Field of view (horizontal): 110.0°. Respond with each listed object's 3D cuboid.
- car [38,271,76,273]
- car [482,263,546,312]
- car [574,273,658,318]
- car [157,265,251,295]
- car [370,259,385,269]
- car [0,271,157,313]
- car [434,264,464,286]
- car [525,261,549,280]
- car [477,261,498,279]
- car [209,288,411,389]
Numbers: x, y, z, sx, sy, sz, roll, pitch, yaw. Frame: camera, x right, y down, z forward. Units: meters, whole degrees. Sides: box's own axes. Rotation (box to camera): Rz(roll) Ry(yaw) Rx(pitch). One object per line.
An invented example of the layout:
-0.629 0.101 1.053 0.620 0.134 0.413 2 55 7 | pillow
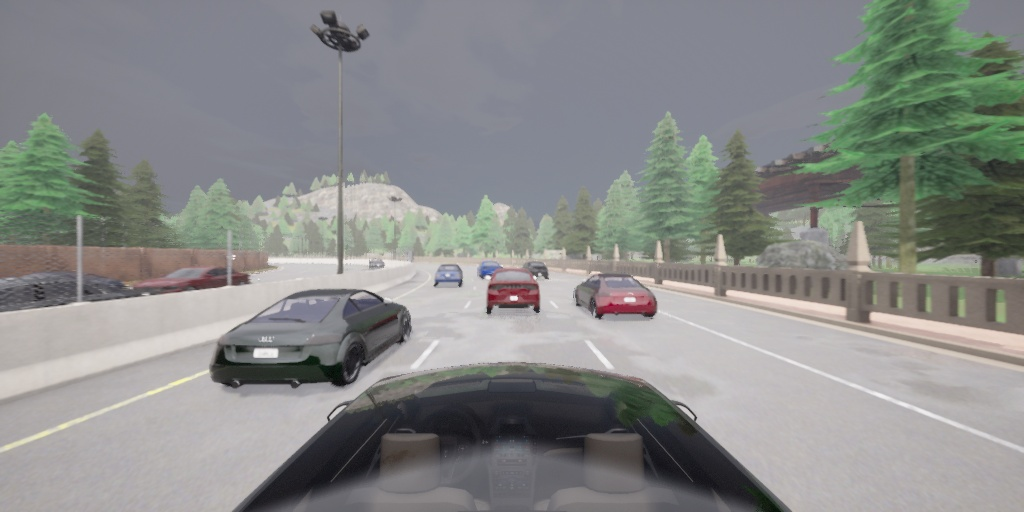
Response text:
-17.718 1.292 13.842 1.994 1.385 4.181 0 0 -2 | car
-0.023 1.206 14.074 1.882 1.535 5.008 0 0 -2 | car
3.516 1.294 12.861 1.994 1.385 4.181 0 0 -2 | car
-14.321 1.202 16.375 1.882 1.535 5.008 0 0 -3 | car
-20.073 1.159 53.457 2.128 1.511 4.902 0 0 -26 | car
-10.624 1.244 7.287 1.837 1.490 4.892 0 0 0 | car
-4.356 1.256 24.944 2.033 1.411 5.357 0 0 -8 | car
1.767 1.204 30.635 1.837 1.490 4.892 0 0 -10 | car
-2.052 1.174 32.121 1.882 1.535 5.008 0 0 -10 | car
-3.398 1.305 6.956 1.994 1.385 4.181 0 0 0 | car
